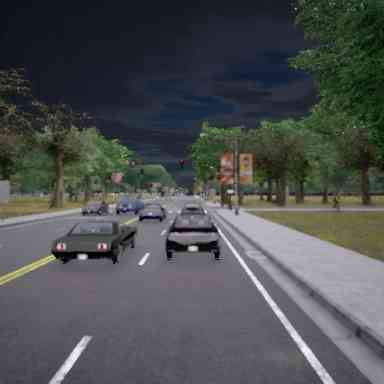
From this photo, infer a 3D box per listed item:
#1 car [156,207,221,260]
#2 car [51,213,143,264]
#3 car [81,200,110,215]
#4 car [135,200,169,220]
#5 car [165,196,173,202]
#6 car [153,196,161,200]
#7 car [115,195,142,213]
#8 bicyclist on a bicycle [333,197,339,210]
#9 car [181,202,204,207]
[{"bbox_3d":[0.051,1.533,12.634,2.128,1.511,4.902,0,0,1],"label":"car"},{"bbox_3d":[-3.205,1.640,12.027,1.895,1.301,4.718,0,0,1],"label":"car"},{"bbox_3d":[-9.783,1.627,34.042,1.837,1.490,4.892,0,-1,1],"label":"car"},{"bbox_3d":[-3.191,1.661,27.758,1.994,1.385,4.181,0,0,0],"label":"car"},{"bbox_3d":[-6.465,1.896,93.312,2.128,1.511,4.902,0,0,0],"label":"car"},{"bbox_3d":[-9.715,1.895,93.313,1.812,1.442,4.674,0,0,0],"label":"car"},{"bbox_3d":[-6.519,1.349,35.249,2.150,2.045,5.566,0,-1,1],"label":"car"},{"bbox_3d":[18.144,1.431,41.983,0.582,1.620,1.656,0,0,0],"label":"bicyclist on a bicycle"},{"bbox_3d":[0.057,1.602,27.653,1.837,1.490,4.892,0,0,0],"label":"car"}]
